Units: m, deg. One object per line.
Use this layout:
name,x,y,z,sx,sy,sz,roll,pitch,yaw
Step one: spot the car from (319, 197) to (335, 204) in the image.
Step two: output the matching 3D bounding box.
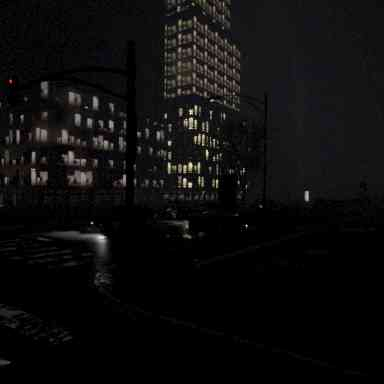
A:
car,28.281,1.848,69.530,1.947,1.339,4.313,1,0,36

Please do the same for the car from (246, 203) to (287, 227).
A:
car,4.806,1.737,23.443,1.947,1.339,4.313,1,0,36

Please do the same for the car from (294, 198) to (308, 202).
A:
car,18.283,1.726,56.000,1.752,1.417,4.829,1,0,36

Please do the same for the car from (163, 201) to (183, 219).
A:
car,-1.511,1.481,29.427,1.967,1.590,4.097,1,0,36

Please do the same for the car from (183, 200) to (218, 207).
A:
car,1.689,1.569,29.175,1.882,1.535,5.008,1,0,36

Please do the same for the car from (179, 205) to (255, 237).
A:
car,1.548,1.696,19.034,2.008,1.369,4.403,1,0,36

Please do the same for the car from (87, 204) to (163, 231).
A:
car,-4.306,1.549,21.066,1.837,1.490,4.892,1,0,36

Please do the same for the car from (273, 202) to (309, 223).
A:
car,8.062,1.778,27.850,1.802,1.307,4.206,1,0,36

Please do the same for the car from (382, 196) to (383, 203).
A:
car,41.622,1.783,73.480,2.192,1.841,5.009,1,0,36

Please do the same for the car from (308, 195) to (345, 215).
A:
car,15.299,1.569,37.716,2.192,1.841,5.009,1,0,36

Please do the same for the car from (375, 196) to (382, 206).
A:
car,35.122,1.940,64.688,1.752,1.417,4.829,1,0,36

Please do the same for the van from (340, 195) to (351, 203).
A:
van,38.179,1.705,82.923,1.690,1.788,3.998,1,0,36

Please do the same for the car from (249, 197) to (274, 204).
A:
car,7.775,1.492,37.390,2.097,1.767,4.553,1,0,37

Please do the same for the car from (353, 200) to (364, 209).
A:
car,25.126,1.773,51.158,1.967,1.590,4.097,1,0,36

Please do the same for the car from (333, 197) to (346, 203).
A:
car,34.777,1.861,78.323,1.752,1.417,4.829,1,0,36

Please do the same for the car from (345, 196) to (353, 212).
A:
car,18.570,1.720,42.201,1.967,1.590,4.097,1,0,36
